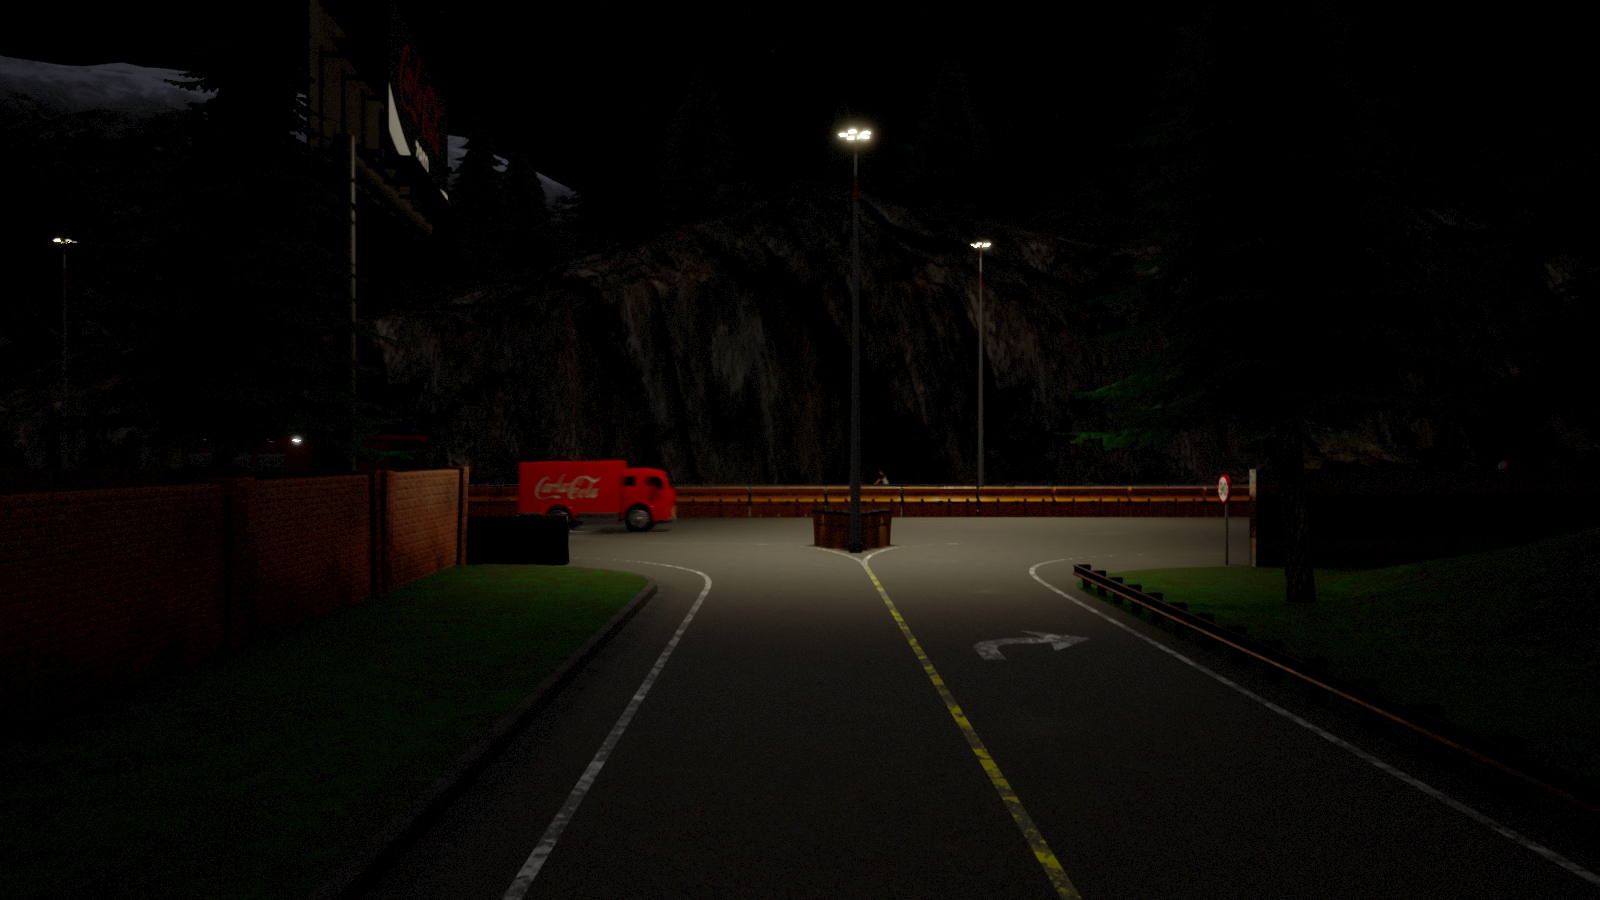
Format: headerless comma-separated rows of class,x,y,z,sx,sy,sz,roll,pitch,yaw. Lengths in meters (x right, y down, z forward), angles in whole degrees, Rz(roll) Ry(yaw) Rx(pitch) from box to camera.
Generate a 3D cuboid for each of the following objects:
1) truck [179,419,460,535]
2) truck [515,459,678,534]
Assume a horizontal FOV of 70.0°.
truck,-16.408,0.901,39.428,8.468,3.827,2.891,0,0,-1
truck,-6.948,1.583,39.624,5.204,2.467,2.627,0,0,-1
